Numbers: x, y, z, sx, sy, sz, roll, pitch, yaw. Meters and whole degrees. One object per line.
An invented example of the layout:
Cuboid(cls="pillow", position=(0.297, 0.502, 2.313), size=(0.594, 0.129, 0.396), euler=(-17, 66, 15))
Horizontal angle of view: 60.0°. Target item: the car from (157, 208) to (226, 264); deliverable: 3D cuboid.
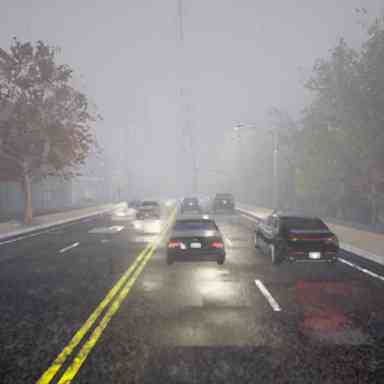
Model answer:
Cuboid(cls="car", position=(0.100, 1.509, 11.685), size=(2.033, 1.411, 5.357), euler=(0, 0, 0))

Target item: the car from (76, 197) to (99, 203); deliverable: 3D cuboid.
Cuboid(cls="car", position=(-20.685, 1.609, 65.960), size=(4.313, 1.339, 1.947), euler=(-1, 1, -1))

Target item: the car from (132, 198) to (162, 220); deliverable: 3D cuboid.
Cuboid(cls="car", position=(-3.450, 1.438, 27.346), size=(1.812, 1.442, 4.674), euler=(0, 1, -1))

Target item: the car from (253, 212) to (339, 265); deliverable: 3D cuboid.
Cuboid(cls="car", position=(3.352, 1.467, 11.491), size=(1.837, 1.490, 4.892), euler=(0, 0, 0))

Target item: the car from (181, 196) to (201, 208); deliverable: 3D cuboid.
Cuboid(cls="car", position=(-0.122, 1.239, 34.804), size=(2.097, 1.767, 4.553), euler=(0, 0, -1))

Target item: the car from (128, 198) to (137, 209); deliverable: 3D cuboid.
Cuboid(cls="car", position=(-6.931, 1.429, 42.477), size=(1.994, 1.385, 4.181), euler=(0, 0, -1))

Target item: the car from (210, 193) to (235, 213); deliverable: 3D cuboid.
Cuboid(cls="car", position=(3.131, 1.108, 34.796), size=(2.150, 2.045, 5.566), euler=(0, 0, -1))
